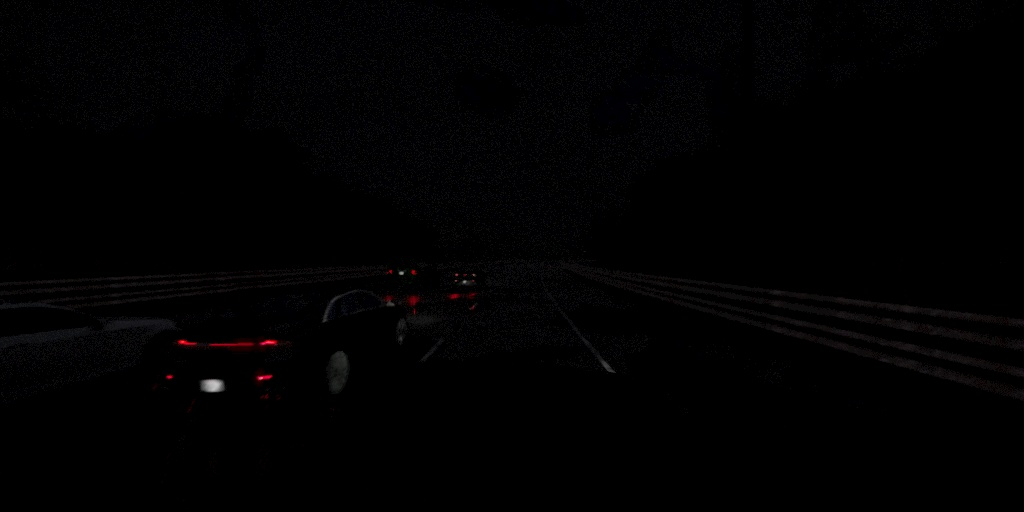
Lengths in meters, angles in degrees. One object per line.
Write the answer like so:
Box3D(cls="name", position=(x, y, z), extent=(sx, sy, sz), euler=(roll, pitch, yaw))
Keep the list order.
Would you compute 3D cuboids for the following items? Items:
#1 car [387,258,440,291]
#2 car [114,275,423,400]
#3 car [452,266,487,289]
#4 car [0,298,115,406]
Box3D(cls="car", position=(-6.403, 1.134, 23.767), extent=(2.150, 2.045, 5.566), euler=(0, 0, 2))
Box3D(cls="car", position=(-3.359, 1.272, 6.473), extent=(2.128, 1.511, 4.902), euler=(0, -1, 0))
Box3D(cls="car", position=(-2.838, 1.424, 24.700), extent=(2.128, 1.511, 4.902), euler=(0, 0, 3))
Box3D(cls="car", position=(-6.886, 1.278, 4.654), extent=(1.812, 1.442, 4.674), euler=(0, -1, 0))
